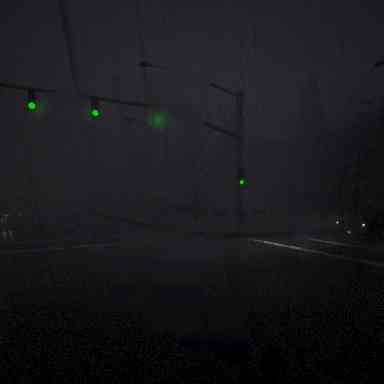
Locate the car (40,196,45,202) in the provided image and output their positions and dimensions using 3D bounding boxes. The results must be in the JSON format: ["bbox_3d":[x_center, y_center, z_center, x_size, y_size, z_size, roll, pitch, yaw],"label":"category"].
[{"bbox_3d":[-25.656,1.241,54.190,1.812,1.442,4.674,0,0,7],"label":"car"}]

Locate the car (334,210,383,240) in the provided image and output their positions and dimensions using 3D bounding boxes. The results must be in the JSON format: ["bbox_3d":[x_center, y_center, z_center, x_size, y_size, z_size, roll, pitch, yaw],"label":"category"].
[{"bbox_3d":[9.474,1.601,16.821,4.718,1.301,1.895,0,0,-26],"label":"car"}]

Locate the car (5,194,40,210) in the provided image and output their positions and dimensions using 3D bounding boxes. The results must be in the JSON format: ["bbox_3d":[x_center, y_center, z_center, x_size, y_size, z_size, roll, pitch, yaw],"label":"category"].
[{"bbox_3d":[-22.121,1.222,43.134,2.150,2.045,5.566,0,0,-7],"label":"car"}]
